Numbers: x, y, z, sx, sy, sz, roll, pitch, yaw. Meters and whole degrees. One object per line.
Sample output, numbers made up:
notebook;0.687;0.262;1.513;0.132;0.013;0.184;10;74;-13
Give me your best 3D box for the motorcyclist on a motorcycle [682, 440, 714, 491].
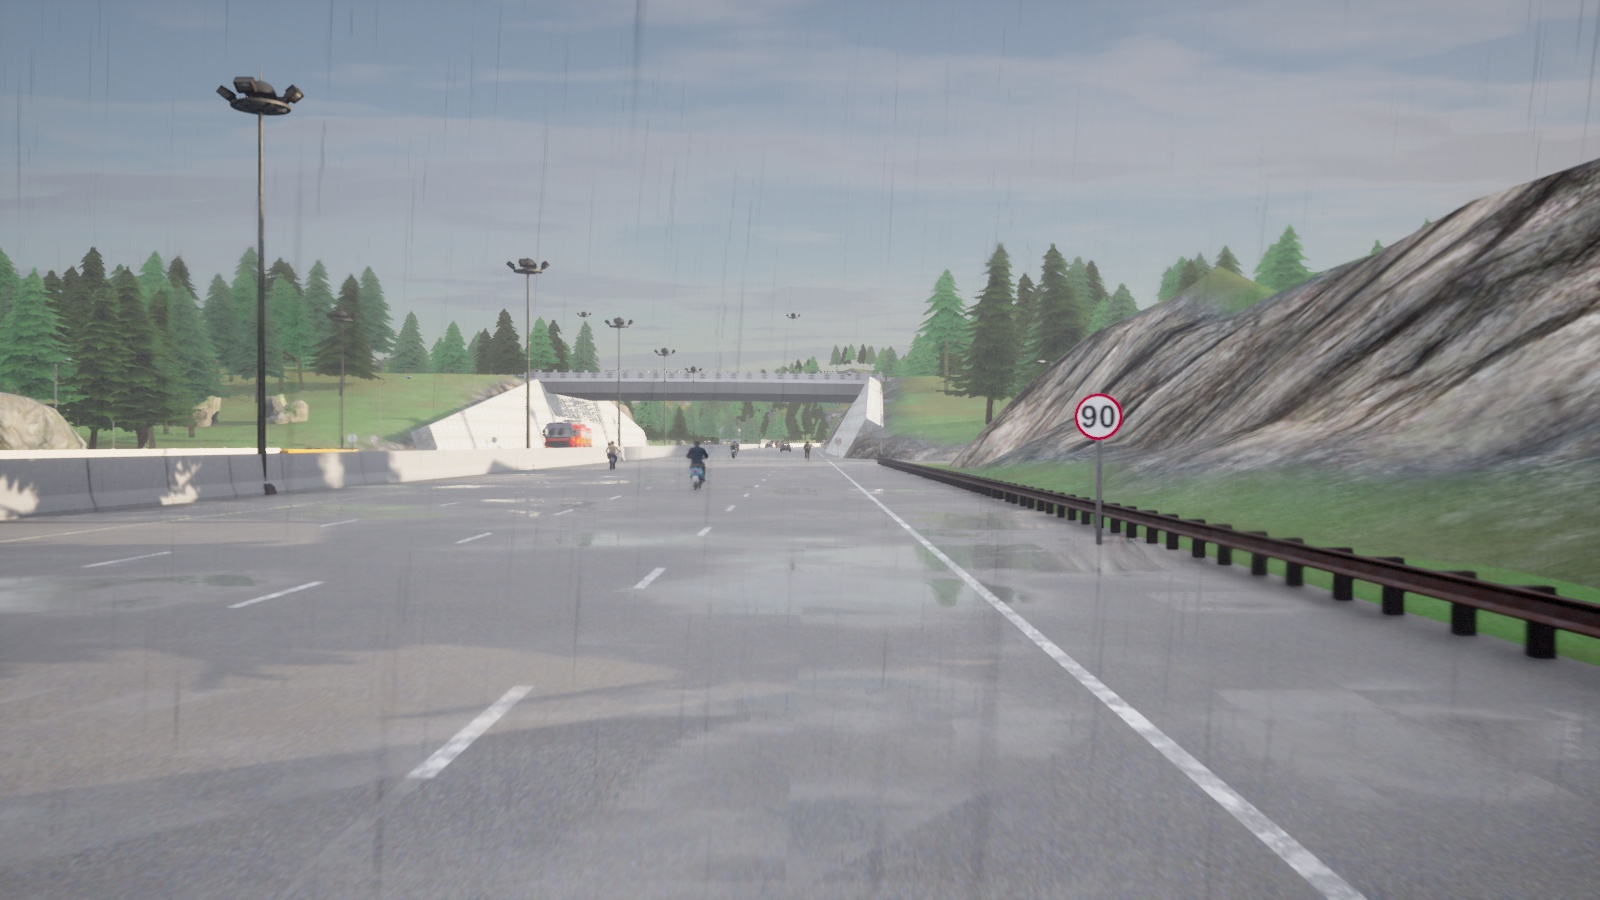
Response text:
motorcyclist on a motorcycle;-3.256;0.471;40.136;0.866;1.590;1.817;0;0;0
